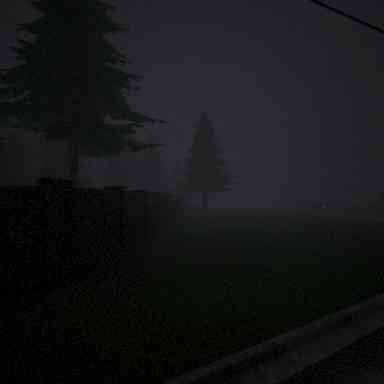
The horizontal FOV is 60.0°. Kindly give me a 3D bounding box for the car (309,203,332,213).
[{"bbox_3d":[19.857,2.389,51.342,1.812,1.442,4.674,0,-1,-5],"label":"car"}]
